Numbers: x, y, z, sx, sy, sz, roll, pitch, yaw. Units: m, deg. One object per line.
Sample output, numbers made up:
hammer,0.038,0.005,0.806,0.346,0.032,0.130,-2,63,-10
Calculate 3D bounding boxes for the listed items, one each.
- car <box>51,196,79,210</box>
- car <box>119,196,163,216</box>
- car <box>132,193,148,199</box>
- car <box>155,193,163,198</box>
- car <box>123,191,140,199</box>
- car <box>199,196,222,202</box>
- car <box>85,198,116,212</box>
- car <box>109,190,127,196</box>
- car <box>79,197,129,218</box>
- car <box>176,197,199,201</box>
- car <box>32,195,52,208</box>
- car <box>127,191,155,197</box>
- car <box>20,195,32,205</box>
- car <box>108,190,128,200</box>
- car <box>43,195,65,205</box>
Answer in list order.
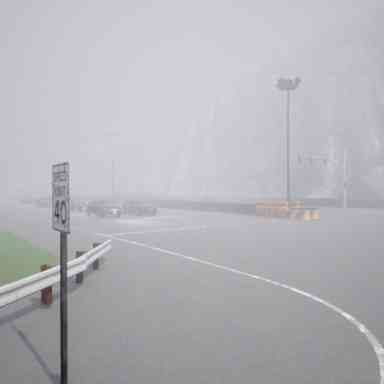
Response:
car,-13.760,1.491,37.087,1.895,1.301,4.718,0,0,-38
car,-5.119,1.431,31.759,1.837,1.490,4.892,0,0,-38
car,-12.691,0.901,81.347,1.812,1.442,4.674,0,1,-38
car,-7.899,0.951,69.532,2.097,1.767,4.553,0,1,-38
car,-14.060,0.740,77.414,2.097,1.767,4.553,0,1,-38
car,3.242,1.362,61.121,1.895,1.301,4.718,0,1,-38
car,-10.699,1.449,38.851,1.994,1.385,4.181,0,0,-38
car,-14.399,0.935,66.639,2.097,1.767,4.553,0,1,-38
car,-7.945,1.425,29.689,2.128,1.511,4.902,0,0,-38
car,-1.488,1.437,50.123,1.895,1.301,4.718,0,1,-38
car,-19.475,1.318,44.407,1.837,1.490,4.892,0,1,-38
car,-10.358,0.831,67.159,2.150,2.045,5.566,0,1,-38
car,-25.701,1.212,52.427,1.812,1.442,4.674,0,1,-37
car,-16.846,0.661,75.295,2.150,2.045,5.566,0,1,-38
car,-22.482,1.237,53.985,2.033,1.411,5.357,0,1,-38
